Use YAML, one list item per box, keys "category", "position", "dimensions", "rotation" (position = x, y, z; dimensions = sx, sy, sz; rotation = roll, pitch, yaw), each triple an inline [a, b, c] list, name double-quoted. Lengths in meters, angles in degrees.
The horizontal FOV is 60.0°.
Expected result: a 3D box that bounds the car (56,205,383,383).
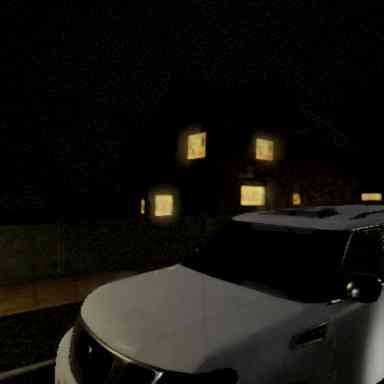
- category: "car"
  position: [1.394, 1.217, 4.019]
  dimensions: [5.566, 2.045, 2.150]
  rotation: [0, 0, -35]
